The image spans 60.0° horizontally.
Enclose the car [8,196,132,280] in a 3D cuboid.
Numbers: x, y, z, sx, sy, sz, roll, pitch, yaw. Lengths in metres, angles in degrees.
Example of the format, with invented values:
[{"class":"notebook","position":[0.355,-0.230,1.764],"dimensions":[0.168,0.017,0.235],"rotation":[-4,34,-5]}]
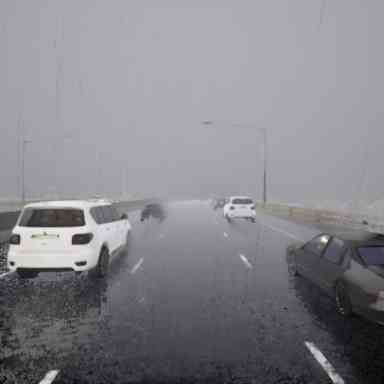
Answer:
[{"class":"car","position":[-3.356,1.280,10.302],"dimensions":[2.150,2.045,5.566],"rotation":[0,0,0]}]

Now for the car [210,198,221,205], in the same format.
[{"class":"car","position":[4.969,2.010,69.859],"dimensions":[2.163,1.488,4.792],"rotation":[0,-1,2]}]

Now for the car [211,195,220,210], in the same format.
[{"class":"car","position":[4.203,1.671,47.969],"dimensions":[2.097,1.767,4.553],"rotation":[0,0,2]}]

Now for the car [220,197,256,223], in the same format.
[{"class":"car","position":[3.846,1.390,27.542],"dimensions":[2.150,2.045,5.566],"rotation":[0,0,1]}]

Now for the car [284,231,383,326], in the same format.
[{"class":"car","position":[3.620,1.592,7.385],"dimensions":[2.033,1.411,5.357],"rotation":[0,0,0]}]

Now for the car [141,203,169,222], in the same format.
[{"class":"car","position":[-3.142,1.675,28.201],"dimensions":[1.837,1.490,4.892],"rotation":[0,0,1]}]

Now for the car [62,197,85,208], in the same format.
[{"class":"car","position":[-20.081,1.736,56.546],"dimensions":[2.097,1.767,4.553],"rotation":[0,0,3]}]

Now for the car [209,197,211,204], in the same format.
[{"class":"car","position":[4.552,1.915,58.944],"dimensions":[2.163,1.488,4.792],"rotation":[0,0,2]}]

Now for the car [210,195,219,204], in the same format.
[{"class":"car","position":[5.456,1.830,80.773],"dimensions":[2.150,2.045,5.566],"rotation":[0,-1,3]}]

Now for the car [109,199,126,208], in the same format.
[{"class":"car","position":[-13.006,1.966,58.441],"dimensions":[1.994,1.385,4.181],"rotation":[0,0,2]}]
